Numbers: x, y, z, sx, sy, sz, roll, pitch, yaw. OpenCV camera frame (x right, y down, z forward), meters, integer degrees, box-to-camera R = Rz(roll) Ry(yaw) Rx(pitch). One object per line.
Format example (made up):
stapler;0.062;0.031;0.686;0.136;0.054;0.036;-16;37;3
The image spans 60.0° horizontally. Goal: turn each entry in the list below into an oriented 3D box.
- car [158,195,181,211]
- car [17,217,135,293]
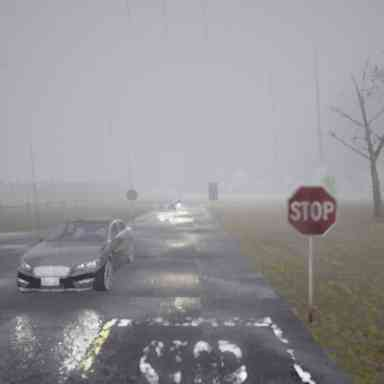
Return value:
car;-2.762;1.356;38.217;2.128;1.511;4.902;0;0;0
car;-2.753;1.465;8.906;2.128;1.511;4.902;0;0;0
